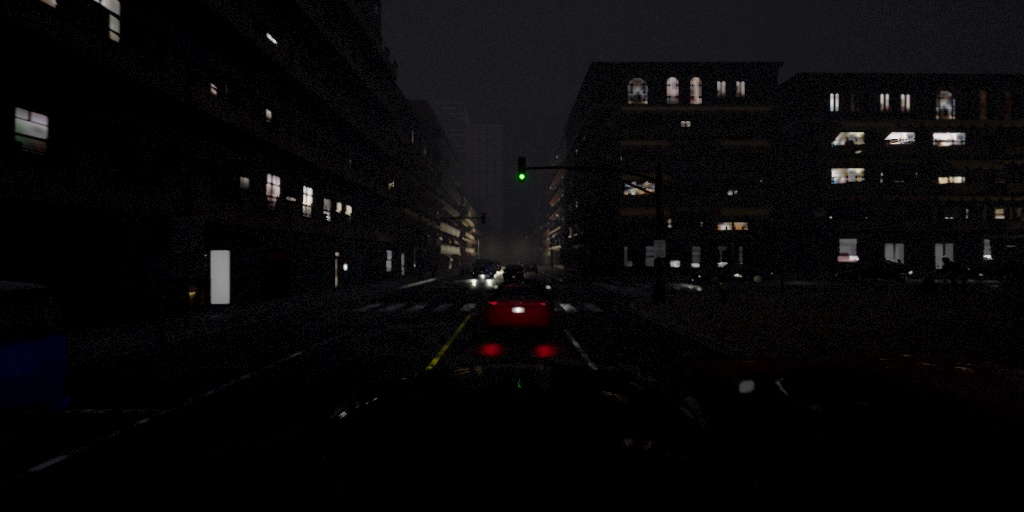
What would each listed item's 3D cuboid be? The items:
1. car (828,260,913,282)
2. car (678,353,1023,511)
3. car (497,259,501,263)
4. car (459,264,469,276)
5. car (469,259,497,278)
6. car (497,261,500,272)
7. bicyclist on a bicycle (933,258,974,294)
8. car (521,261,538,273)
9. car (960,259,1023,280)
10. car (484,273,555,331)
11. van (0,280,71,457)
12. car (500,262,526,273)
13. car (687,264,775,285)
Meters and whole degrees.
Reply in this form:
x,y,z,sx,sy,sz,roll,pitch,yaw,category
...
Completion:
x,y,z,sx,sy,sz,roll,pitch,yaw,category
25.236,1.043,25.364,4.902,1.511,2.128,-1,0,-1,car
2.688,1.300,2.215,1.888,1.381,4.507,0,0,0,car
-3.029,1.580,60.334,2.150,2.045,5.566,0,-1,1,car
-5.710,1.751,45.686,2.007,1.370,4.403,0,0,0,car
-3.102,1.359,39.704,2.150,2.045,5.566,0,-1,0,car
-3.100,1.771,49.820,1.812,1.442,4.674,0,-1,0,car
20.238,0.917,16.555,0.582,1.620,1.656,-1,0,-1,bicyclist on a bicycle
2.668,1.700,51.211,1.967,1.591,4.097,0,0,0,car
35.513,0.993,25.508,4.718,1.301,1.895,-1,0,-1,car
0.306,1.411,11.425,1.994,1.385,4.181,0,-1,4,car
-5.692,1.096,2.212,1.690,1.789,3.998,0,0,0,van
0.087,1.575,33.304,1.837,1.490,4.892,0,-1,0,car
15.339,1.254,25.222,5.357,1.411,2.033,-1,0,-1,car
